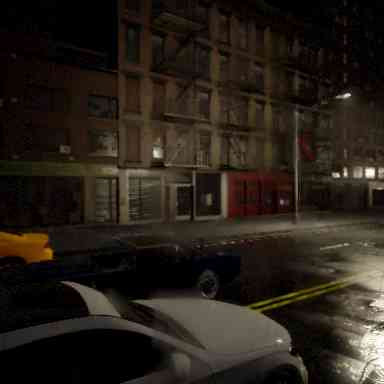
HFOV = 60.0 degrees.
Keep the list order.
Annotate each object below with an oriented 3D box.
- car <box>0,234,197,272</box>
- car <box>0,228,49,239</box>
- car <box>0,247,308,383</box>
[{"bbox_3d":[-1.301,1.601,6.751,4.718,1.301,1.895,0,0,-36],"label":"car"},{"bbox_3d":[-5.848,1.477,7.498,5.008,1.535,1.882,0,0,-36],"label":"car"},{"bbox_3d":[-1.054,1.526,2.687,4.674,1.442,1.812,0,0,-36],"label":"car"}]
